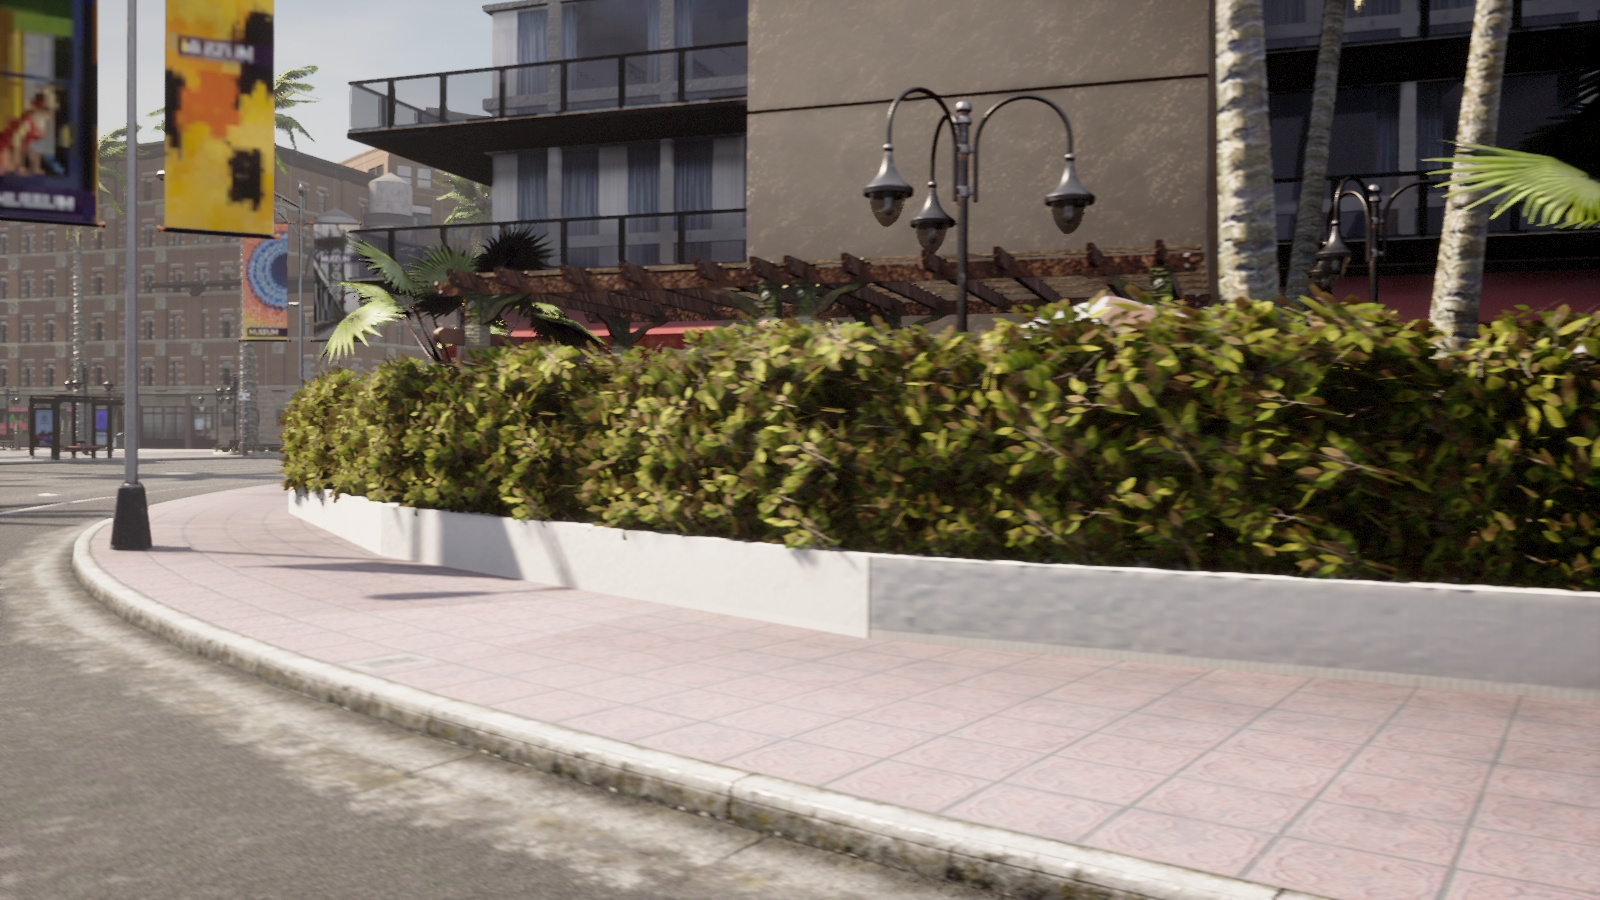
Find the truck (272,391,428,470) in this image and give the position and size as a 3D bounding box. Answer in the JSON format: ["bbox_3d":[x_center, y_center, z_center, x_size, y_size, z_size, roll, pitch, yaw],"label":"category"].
[{"bbox_3d":[-23.051,-1.000,64.941,2.891,3.827,8.468,0,1,19],"label":"truck"}]
